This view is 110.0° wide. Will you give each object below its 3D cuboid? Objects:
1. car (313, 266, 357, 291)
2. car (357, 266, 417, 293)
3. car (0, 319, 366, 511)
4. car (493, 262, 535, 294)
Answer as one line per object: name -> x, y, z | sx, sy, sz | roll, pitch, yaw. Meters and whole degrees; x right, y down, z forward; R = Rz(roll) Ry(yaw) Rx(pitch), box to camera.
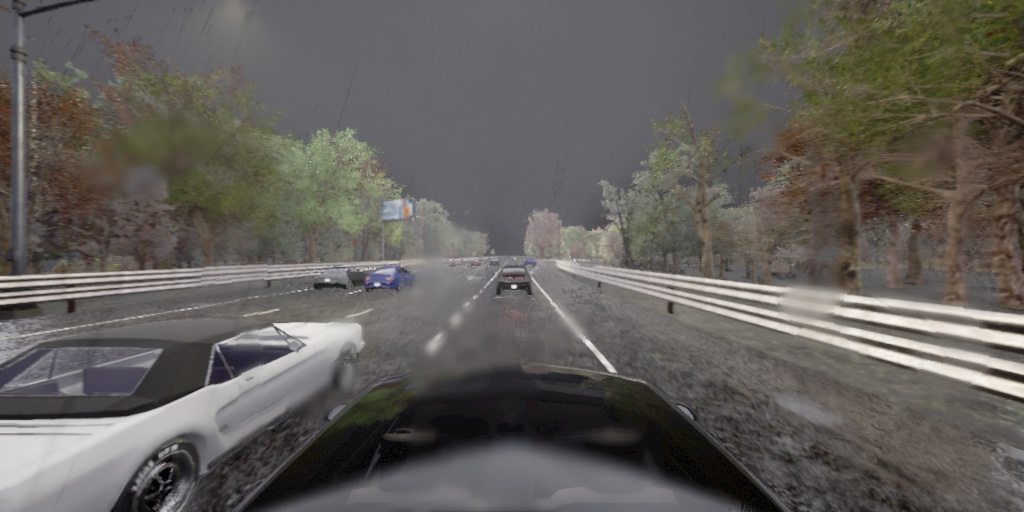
car -> -10.395, 1.324, 22.206 | 1.994, 1.385, 4.181 | 0, 0, 0
car -> -6.891, 1.285, 20.623 | 1.812, 1.442, 4.674 | 0, 0, 0
car -> -3.400, 1.352, 3.947 | 1.895, 1.301, 4.718 | 0, 0, 0
car -> 0.112, 1.263, 20.148 | 1.837, 1.490, 4.892 | 0, 0, 0
